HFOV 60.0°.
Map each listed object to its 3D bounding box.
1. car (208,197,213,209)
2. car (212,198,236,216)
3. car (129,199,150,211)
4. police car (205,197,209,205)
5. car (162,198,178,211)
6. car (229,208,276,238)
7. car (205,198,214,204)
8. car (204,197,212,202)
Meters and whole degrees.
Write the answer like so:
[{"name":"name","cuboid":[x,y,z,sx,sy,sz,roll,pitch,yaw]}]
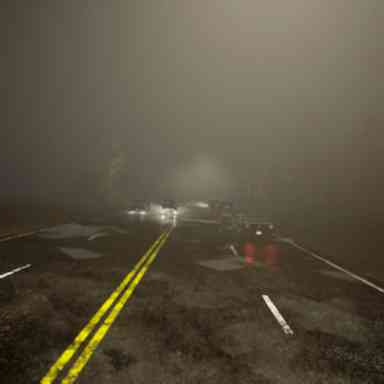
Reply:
[{"name":"car","cuboid":[3.800,1.797,47.898,2.033,1.649,4.856,4,0,1]},{"name":"car","cuboid":[3.665,1.697,36.874,2.097,1.767,4.553,2,-1,1]},{"name":"car","cuboid":[-6.150,1.497,39.674,2.033,1.411,5.357,2,0,1]},{"name":"police car","cuboid":[3.908,1.832,59.002,1.930,1.638,5.238,3,0,1]},{"name":"car","cuboid":[-2.851,1.609,43.578,1.837,1.490,4.892,2,0,1]},{"name":"car","cuboid":[3.586,1.894,19.964,1.895,1.301,4.718,2,0,0]},{"name":"car","cuboid":[4.195,2.055,80.887,1.895,1.301,4.718,2,-1,1]},{"name":"car","cuboid":[4.439,2.039,91.822,1.994,1.385,4.181,2,0,1]}]
